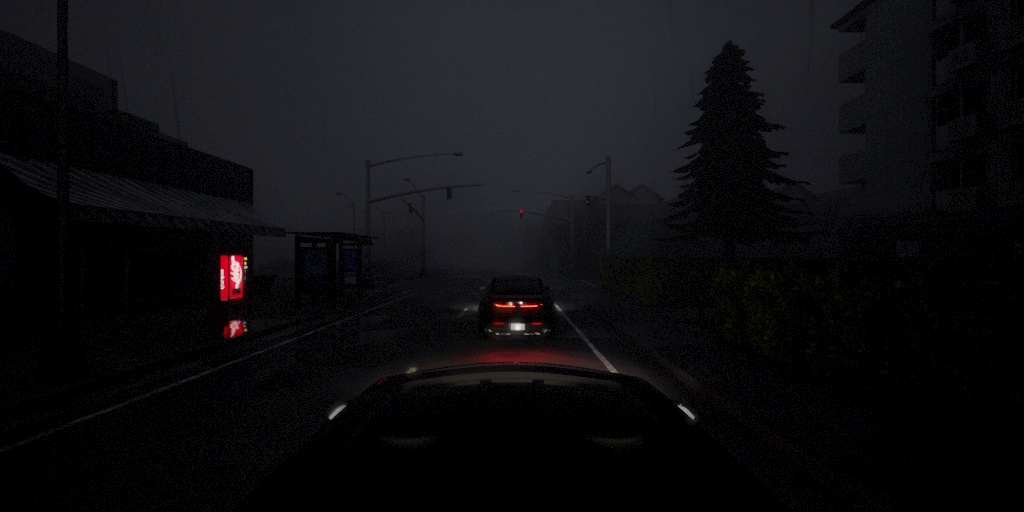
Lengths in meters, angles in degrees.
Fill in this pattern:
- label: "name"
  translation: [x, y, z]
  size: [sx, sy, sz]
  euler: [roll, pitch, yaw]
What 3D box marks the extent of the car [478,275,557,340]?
- label: "car"
  translation: [0.119, 1.255, 10.016]
  size: [1.837, 1.490, 4.892]
  euler: [0, 0, 0]
